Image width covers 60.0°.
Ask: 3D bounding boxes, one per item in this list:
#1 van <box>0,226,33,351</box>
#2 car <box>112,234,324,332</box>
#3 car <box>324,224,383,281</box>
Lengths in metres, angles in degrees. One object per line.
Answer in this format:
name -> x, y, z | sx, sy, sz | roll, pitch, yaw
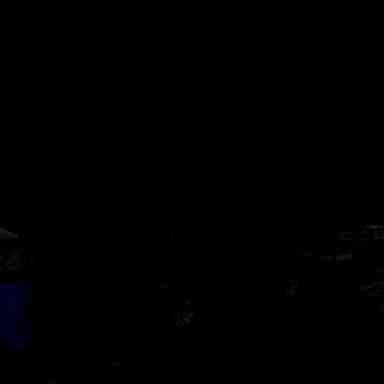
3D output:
van -> -3.950, 1.331, 3.733 | 3.998, 1.788, 1.690 | 1, 0, -35
car -> 0.546, 1.601, 6.901 | 4.313, 1.339, 1.947 | 1, 0, -35
car -> 5.042, 1.663, 10.070 | 4.206, 1.307, 1.802 | 1, 0, -35
